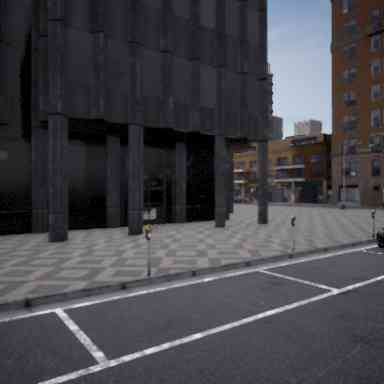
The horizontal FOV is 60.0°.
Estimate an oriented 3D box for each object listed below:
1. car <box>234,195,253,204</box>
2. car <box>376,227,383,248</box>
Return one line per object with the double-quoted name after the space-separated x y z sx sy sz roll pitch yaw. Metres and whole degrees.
8.797 1.343 59.429 2.128 1.511 4.902 0 0 -35 "car"
9.152 1.530 13.359 4.313 1.339 1.947 0 0 -36 "car"
